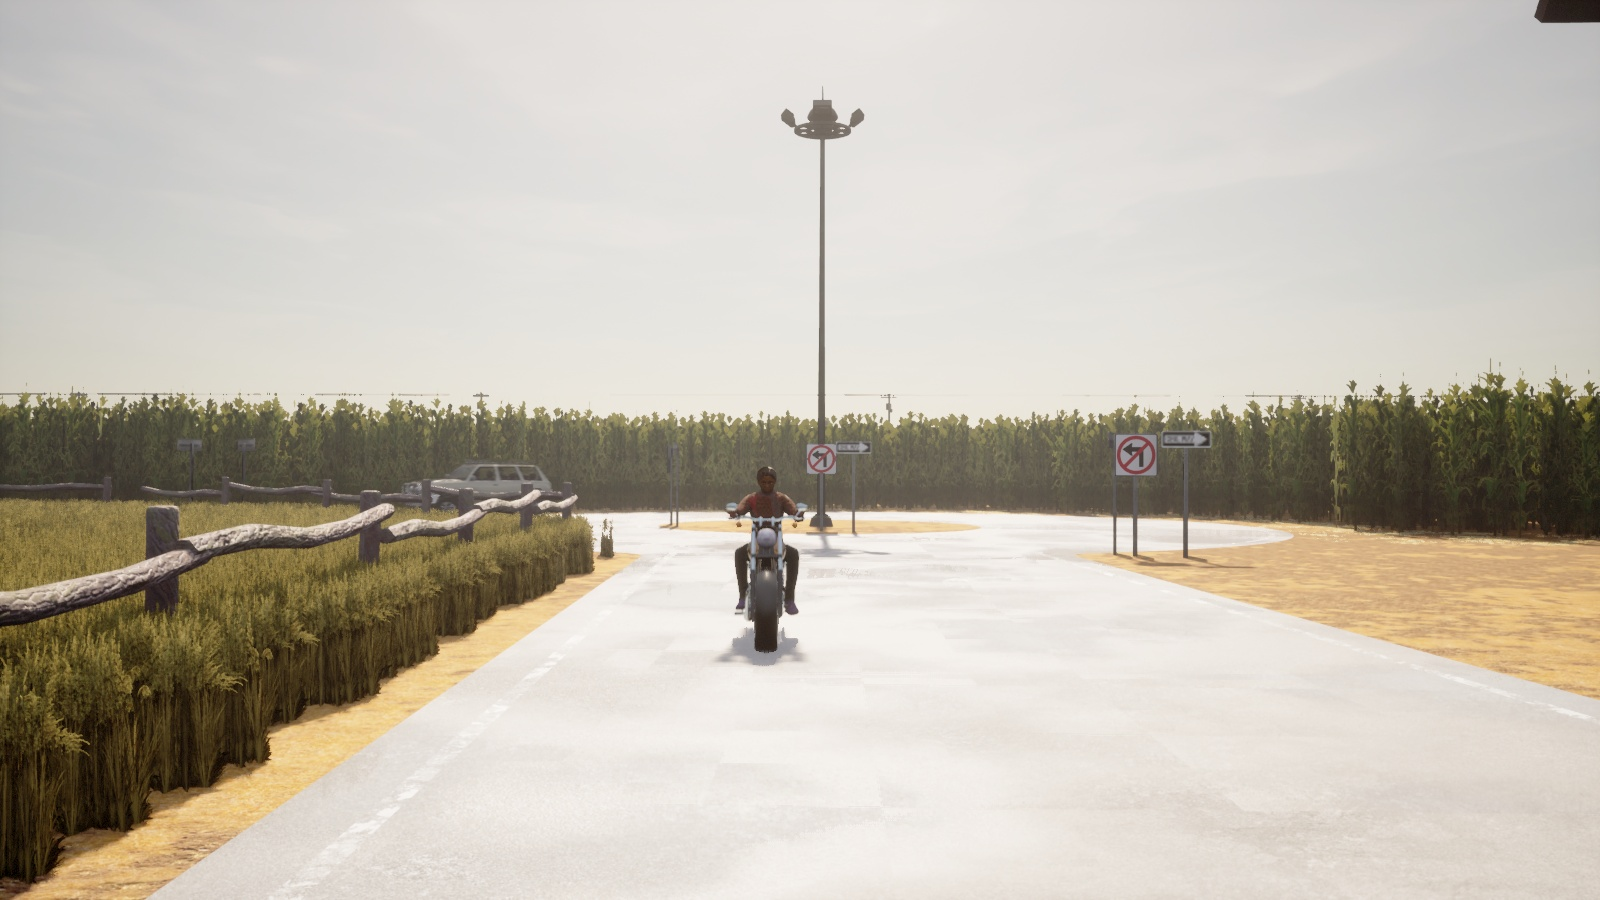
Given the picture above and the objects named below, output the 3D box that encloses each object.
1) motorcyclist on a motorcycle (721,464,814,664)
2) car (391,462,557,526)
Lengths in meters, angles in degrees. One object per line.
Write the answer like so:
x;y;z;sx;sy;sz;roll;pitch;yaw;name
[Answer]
-0.300;0.960;11.576;0.766;1.649;2.350;0;-1;-1;motorcyclist on a motorcycle
-10.070;1.325;39.019;4.605;1.855;1.932;1;0;-42;car
